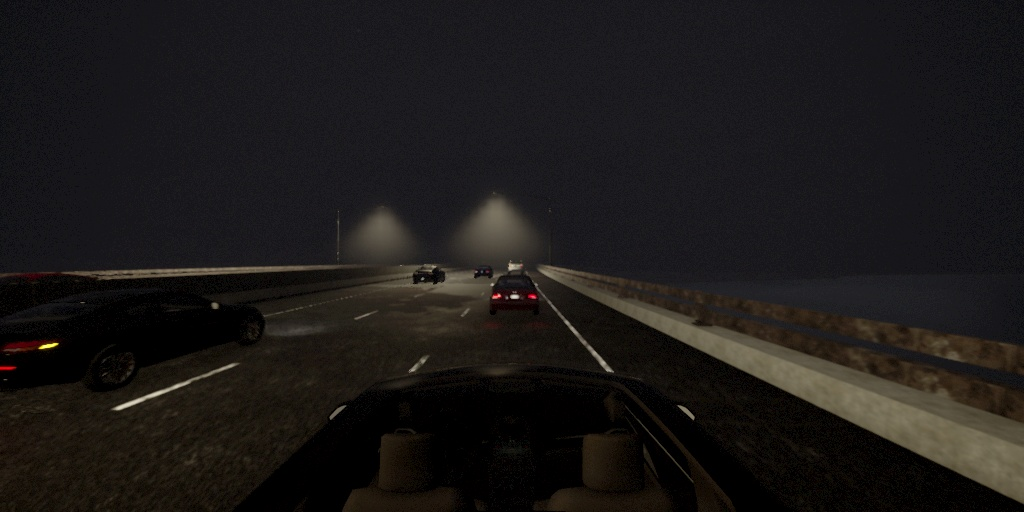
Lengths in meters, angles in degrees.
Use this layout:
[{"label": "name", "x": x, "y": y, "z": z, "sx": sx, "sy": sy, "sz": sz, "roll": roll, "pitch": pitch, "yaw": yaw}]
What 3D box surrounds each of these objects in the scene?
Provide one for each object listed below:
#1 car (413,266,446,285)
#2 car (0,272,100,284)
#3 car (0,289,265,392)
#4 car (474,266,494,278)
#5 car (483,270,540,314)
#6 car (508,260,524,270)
[{"label": "car", "x": -6.791, "y": 1.585, "z": 29.806, "sx": 2.128, "sy": 1.511, "sz": 4.902, "roll": 0, "pitch": -1, "yaw": 1}, {"label": "car", "x": -17.599, "y": 1.369, "z": 13.109, "sx": 1.882, "sy": 1.535, "sz": 5.008, "roll": 0, "pitch": -1, "yaw": 0}, {"label": "car", "x": -6.906, "y": 1.337, "z": 6.750, "sx": 1.812, "sy": 1.442, "sz": 4.674, "roll": 0, "pitch": -1, "yaw": 0}, {"label": "car", "x": -3.142, "y": 1.777, "z": 40.575, "sx": 2.033, "sy": 1.411, "sz": 5.357, "roll": 0, "pitch": -1, "yaw": 1}, {"label": "car", "x": 0.096, "y": 1.447, "z": 14.538, "sx": 2.033, "sy": 1.411, "sz": 5.357, "roll": 0, "pitch": -1, "yaw": 0}, {"label": "car", "x": 0.621, "y": 1.602, "z": 52.536, "sx": 2.150, "sy": 2.045, "sz": 5.566, "roll": 0, "pitch": -1, "yaw": 1}]
